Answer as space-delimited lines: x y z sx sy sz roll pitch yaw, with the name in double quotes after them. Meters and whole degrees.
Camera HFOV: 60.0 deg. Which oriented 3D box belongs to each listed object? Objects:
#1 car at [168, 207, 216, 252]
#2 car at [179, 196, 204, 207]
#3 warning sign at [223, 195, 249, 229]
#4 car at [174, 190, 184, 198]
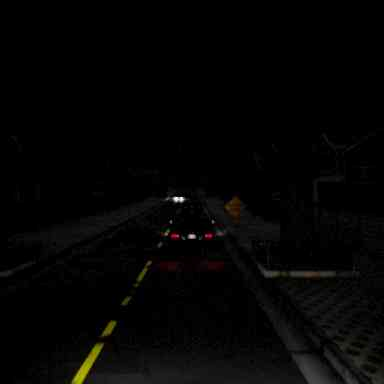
-0.001 1.574 13.981 2.033 1.411 5.357 0 0 0 "car"
0.001 1.396 29.286 2.128 1.511 4.902 0 1 0 "car"
2.499 1.114 18.964 1.300 1.860 1.060 -1 -1 0 "warning sign"
-2.759 0.384 70.990 2.128 1.511 4.902 0 2 0 "car"
